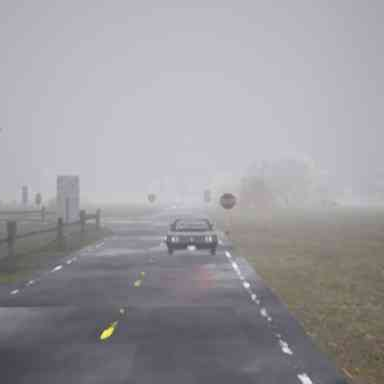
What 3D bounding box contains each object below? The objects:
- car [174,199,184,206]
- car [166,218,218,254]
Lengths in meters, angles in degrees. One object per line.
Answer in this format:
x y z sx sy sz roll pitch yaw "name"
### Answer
-2.811 2.286 72.440 1.812 1.442 4.674 0 -1 0 "car"
-0.017 1.737 14.104 1.895 1.301 4.718 0 -1 0 "car"
